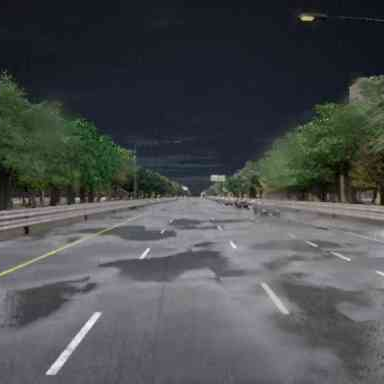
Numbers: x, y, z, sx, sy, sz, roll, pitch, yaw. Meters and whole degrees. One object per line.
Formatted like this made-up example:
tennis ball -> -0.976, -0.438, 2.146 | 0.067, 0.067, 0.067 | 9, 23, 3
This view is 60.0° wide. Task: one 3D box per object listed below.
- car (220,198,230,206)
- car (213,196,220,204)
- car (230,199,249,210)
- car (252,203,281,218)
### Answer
car -> 7.270, 2.155, 67.592 | 1.895, 1.301, 4.718 | 0, -1, 0
car -> 7.437, 2.312, 86.558 | 2.128, 1.511, 4.902 | 0, -1, 1
car -> 7.148, 1.845, 49.117 | 1.837, 1.490, 4.892 | 0, -1, 0
car -> 7.065, 1.755, 32.005 | 1.895, 1.301, 4.718 | 0, -1, 0
